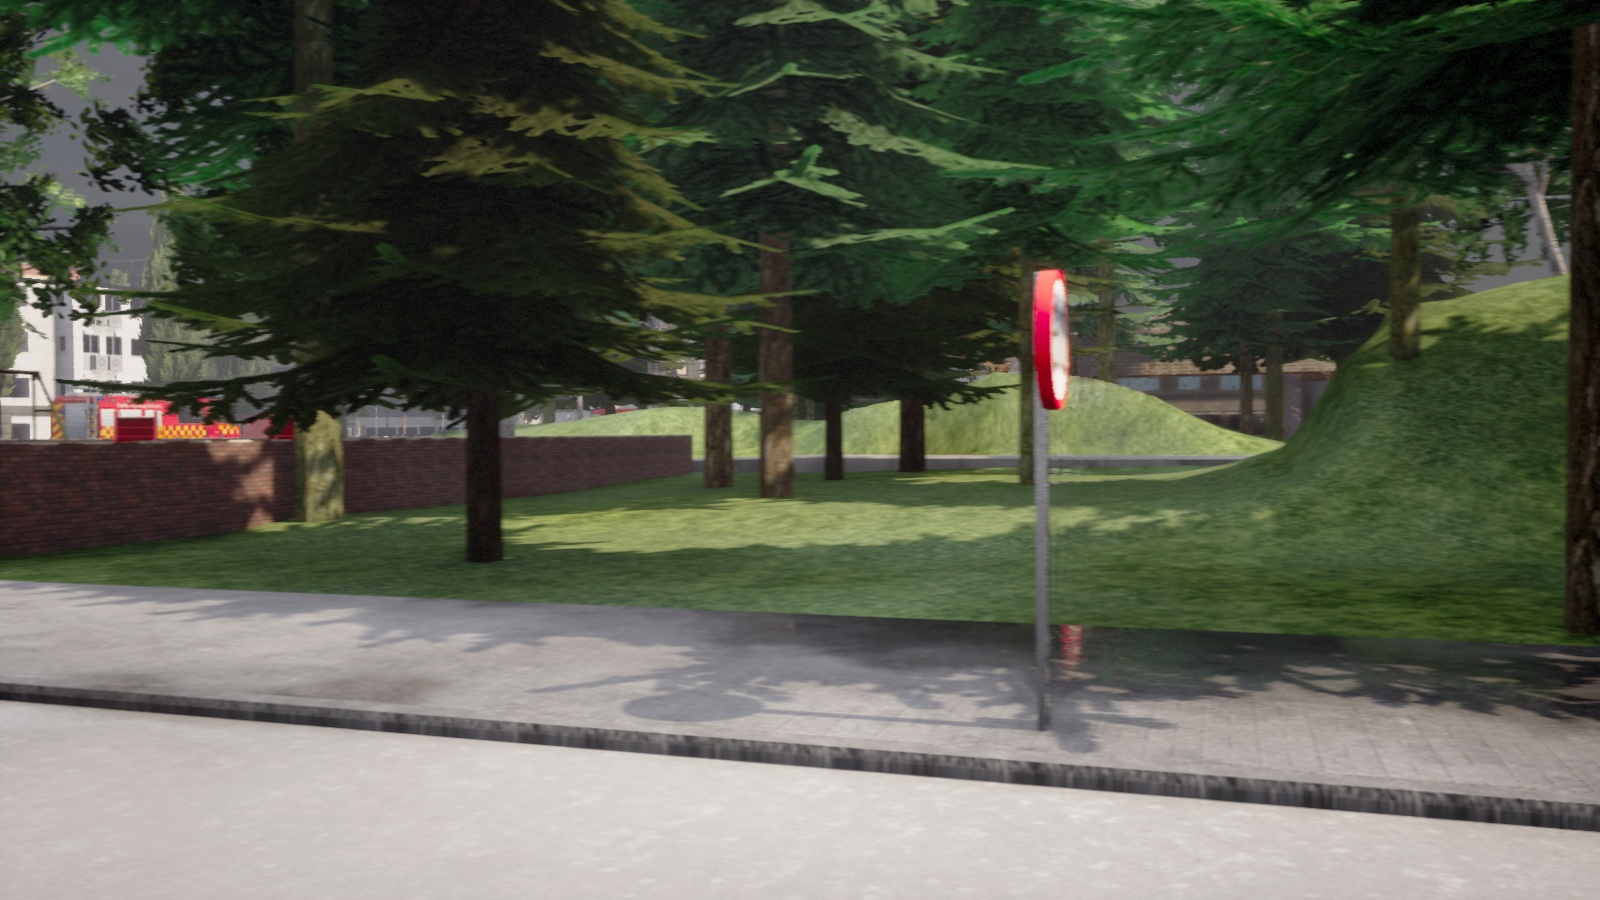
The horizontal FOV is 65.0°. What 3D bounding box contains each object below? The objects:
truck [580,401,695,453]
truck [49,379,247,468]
[{"bbox_3d":[-12.359,-1.737,95.247,8.468,3.827,2.891,0,1,26],"label":"truck"},{"bbox_3d":[-29.913,-1.189,58.156,2.891,3.827,8.468,0,1,19],"label":"truck"}]
